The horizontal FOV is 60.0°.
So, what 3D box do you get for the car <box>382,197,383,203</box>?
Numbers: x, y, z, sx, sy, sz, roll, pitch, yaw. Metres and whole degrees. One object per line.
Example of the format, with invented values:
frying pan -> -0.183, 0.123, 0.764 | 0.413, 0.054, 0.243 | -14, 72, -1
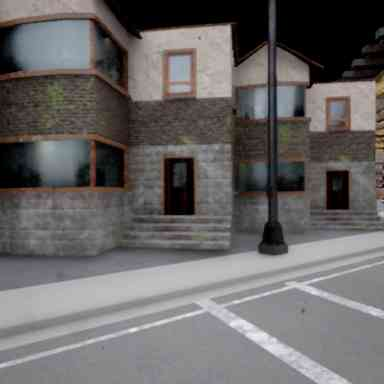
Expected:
car -> 31.302, 1.054, 51.855 | 1.837, 1.490, 4.892 | 0, 0, 10
